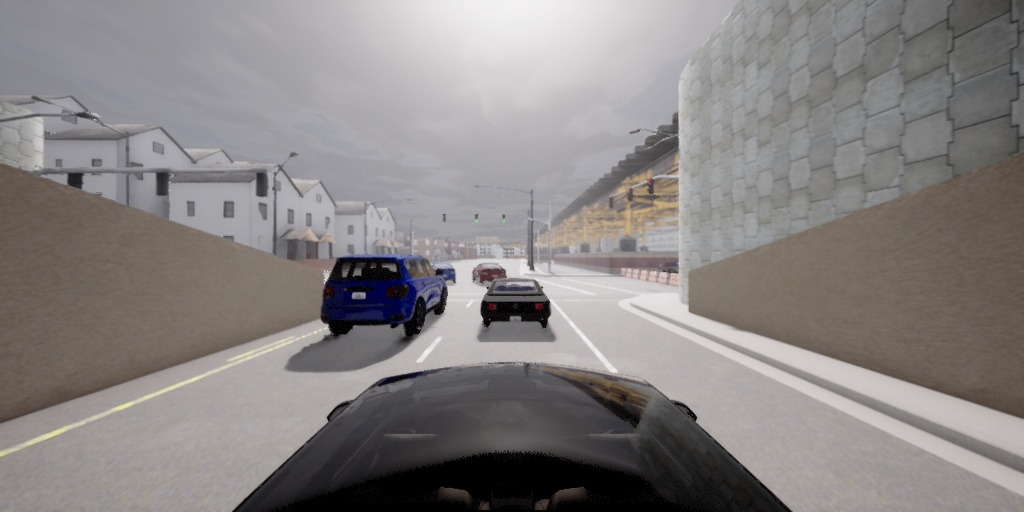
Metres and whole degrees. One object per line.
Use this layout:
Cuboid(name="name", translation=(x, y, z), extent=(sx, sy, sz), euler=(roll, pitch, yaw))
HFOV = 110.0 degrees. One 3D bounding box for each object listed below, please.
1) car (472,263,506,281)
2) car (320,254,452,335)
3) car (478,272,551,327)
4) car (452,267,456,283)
Cuboid(name="car", translation=(-1.822, 1.228, 26.983), extent=(1.882, 1.535, 5.008), euler=(0, 0, -16))
Cuboid(name="car", translation=(-3.407, 0.972, 10.637), extent=(2.150, 2.045, 5.566), euler=(0, 0, 0))
Cuboid(name="car", translation=(0.089, 1.351, 11.560), extent=(1.895, 1.301, 4.718), euler=(0, 0, 0))
Cuboid(name="car", translation=(-5.505, 1.228, 27.723), extent=(1.882, 1.535, 5.008), euler=(0, 0, -16))
